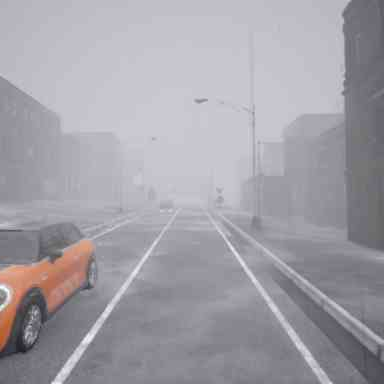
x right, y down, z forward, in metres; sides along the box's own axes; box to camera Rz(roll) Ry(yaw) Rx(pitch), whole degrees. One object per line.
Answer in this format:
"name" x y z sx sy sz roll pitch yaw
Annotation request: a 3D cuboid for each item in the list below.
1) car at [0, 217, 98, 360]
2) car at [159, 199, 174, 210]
"car" -3.305 1.372 6.122 2.097 1.767 4.553 0 0 0
"car" -3.550 1.699 47.023 2.033 1.411 5.357 0 0 0
